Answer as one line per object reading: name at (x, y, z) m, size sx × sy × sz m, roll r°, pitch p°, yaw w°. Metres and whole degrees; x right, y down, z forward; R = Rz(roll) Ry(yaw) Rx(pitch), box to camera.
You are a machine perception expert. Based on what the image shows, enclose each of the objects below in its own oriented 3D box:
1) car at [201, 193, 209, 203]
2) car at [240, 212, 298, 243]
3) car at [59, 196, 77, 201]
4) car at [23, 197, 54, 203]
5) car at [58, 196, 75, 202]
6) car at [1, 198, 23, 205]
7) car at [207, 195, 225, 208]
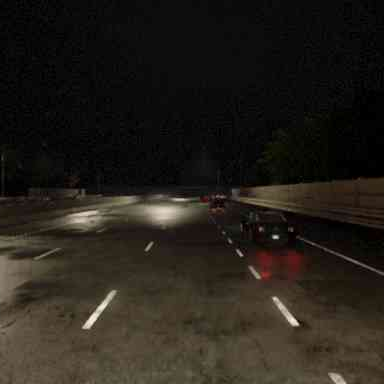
car at (3.490, 1.492, 72.211) m, size 1.882 × 1.535 × 5.008 m, roll 0°, pitch 0°, yaw 0°
car at (3.493, 1.594, 16.085) m, size 1.895 × 1.301 × 4.718 m, roll 0°, pitch 0°, yaw 0°
car at (-17.577, 1.516, 47.606) m, size 1.812 × 1.442 × 4.674 m, roll 0°, pitch 0°, yaw 0°
car at (-21.086, 1.482, 46.684) m, size 2.128 × 1.511 × 4.902 m, roll 0°, pitch 0°, yaw 0°
car at (-28.006, 1.508, 74.235) m, size 1.895 × 1.301 × 4.718 m, roll 0°, pitch 0°, yaw 0°
car at (-24.579, 1.537, 46.683) m, size 2.033 × 1.411 × 5.357 m, roll 0°, pitch 0°, yaw 1°
car at (3.480, 1.520, 46.818) m, size 1.812 × 1.442 × 4.674 m, roll 0°, pitch 0°, yaw 0°
